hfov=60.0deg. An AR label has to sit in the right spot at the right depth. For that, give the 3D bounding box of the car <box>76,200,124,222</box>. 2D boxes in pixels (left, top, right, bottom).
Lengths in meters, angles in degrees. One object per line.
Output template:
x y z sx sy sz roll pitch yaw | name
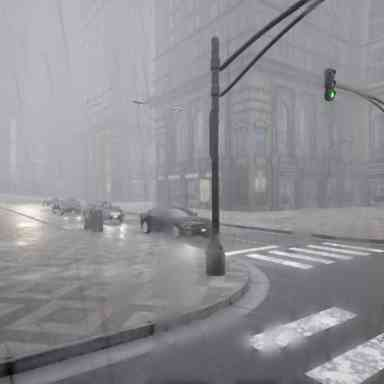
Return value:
-6.836 1.480 25.476 2.128 1.511 4.902 0 0 -35 | car

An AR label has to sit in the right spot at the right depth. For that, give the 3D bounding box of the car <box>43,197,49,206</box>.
-22.005 1.446 52.096 1.812 1.442 4.674 0 0 -35 | car

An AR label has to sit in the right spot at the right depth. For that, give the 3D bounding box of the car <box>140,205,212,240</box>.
-0.924 1.470 17.187 1.882 1.535 5.008 0 0 -36 | car

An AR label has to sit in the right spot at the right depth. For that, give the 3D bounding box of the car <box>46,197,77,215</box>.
-12.981 1.518 34.109 2.033 1.411 5.357 0 0 -35 | car

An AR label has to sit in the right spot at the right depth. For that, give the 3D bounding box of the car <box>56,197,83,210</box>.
-16.367 1.489 44.280 2.033 1.411 5.357 0 0 -35 | car
